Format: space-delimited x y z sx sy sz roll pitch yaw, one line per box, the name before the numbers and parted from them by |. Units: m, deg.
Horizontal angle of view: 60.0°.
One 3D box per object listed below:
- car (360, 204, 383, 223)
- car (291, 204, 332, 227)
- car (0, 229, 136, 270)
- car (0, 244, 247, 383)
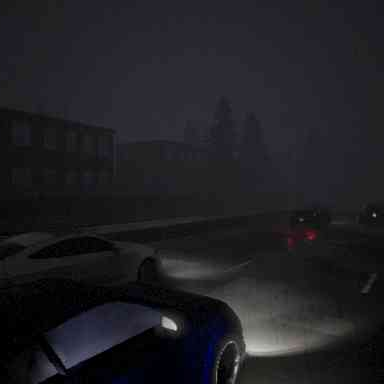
car | 13.606 1.557 24.339 1.994 1.385 4.181 0 0 35
car | 8.123 1.519 22.597 1.812 1.442 4.674 0 0 35
car | -2.644 1.524 7.111 1.812 1.442 4.674 0 0 35
car | -1.122 1.563 3.171 1.994 1.385 4.181 0 0 35
